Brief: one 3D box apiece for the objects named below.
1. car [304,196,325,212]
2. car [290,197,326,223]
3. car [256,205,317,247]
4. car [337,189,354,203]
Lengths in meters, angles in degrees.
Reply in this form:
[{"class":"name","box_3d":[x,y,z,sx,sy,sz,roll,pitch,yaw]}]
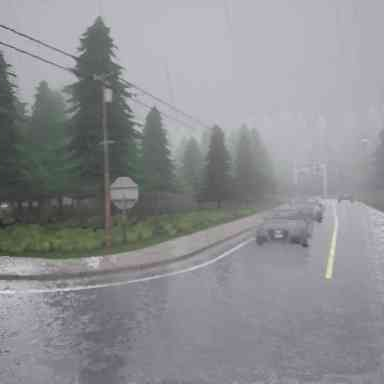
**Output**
[{"class":"car","box_3d":[12.835,1.223,34.736,1.812,1.442,4.674,-2,0,23]},{"class":"car","box_3d":[8.103,1.157,23.544,2.097,1.767,4.553,-2,0,24]},{"class":"car","box_3d":[4.096,1.467,14.448,1.994,1.385,4.181,-2,0,24]},{"class":"car","box_3d":[23.930,0.629,51.930,2.150,2.045,5.566,-2,0,22]}]
